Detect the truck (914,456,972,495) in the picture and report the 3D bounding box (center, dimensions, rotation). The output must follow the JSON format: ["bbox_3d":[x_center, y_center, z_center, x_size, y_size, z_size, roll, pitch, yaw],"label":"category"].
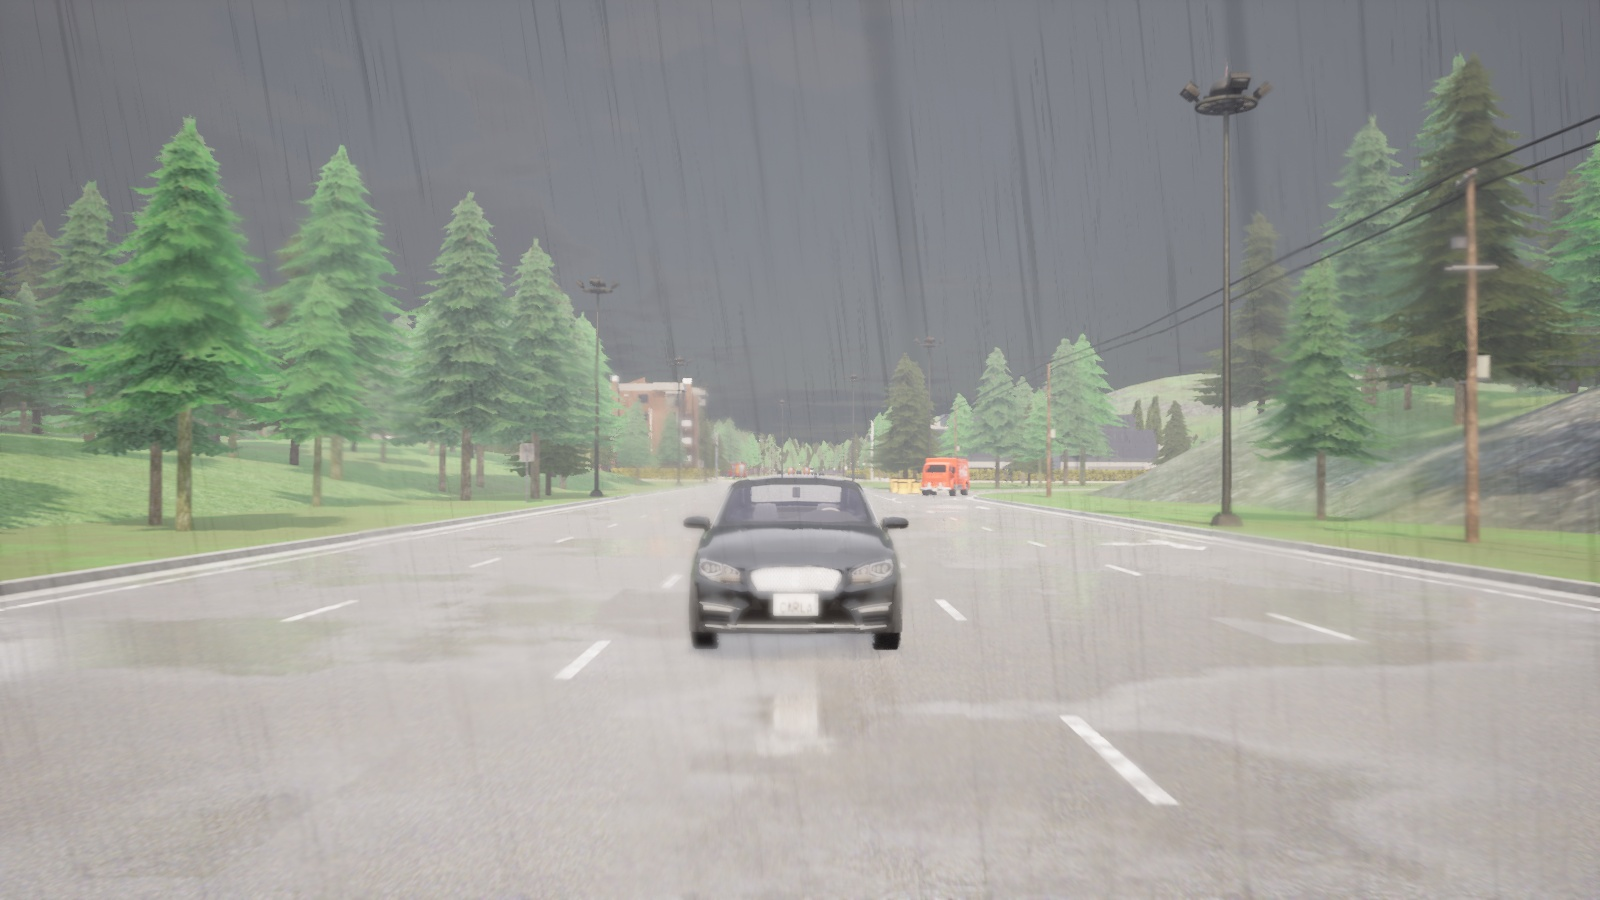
[{"bbox_3d":[9.449,1.701,82.570,2.627,2.467,5.204,-1,-2,20],"label":"truck"}]

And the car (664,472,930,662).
[{"bbox_3d":[-0.030,0.985,12.534,2.128,1.511,4.902,0,-1,0],"label":"car"}]
